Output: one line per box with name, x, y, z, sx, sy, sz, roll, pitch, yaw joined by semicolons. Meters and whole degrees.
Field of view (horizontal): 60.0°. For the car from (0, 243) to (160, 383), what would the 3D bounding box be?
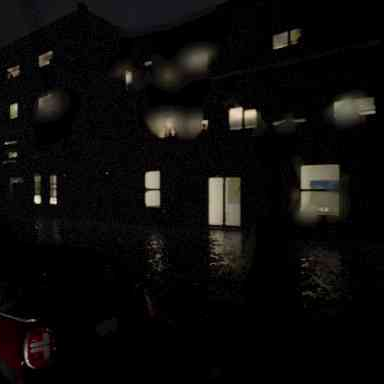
car;-2.471;1.449;4.632;4.097;1.590;1.967;0;0;36
